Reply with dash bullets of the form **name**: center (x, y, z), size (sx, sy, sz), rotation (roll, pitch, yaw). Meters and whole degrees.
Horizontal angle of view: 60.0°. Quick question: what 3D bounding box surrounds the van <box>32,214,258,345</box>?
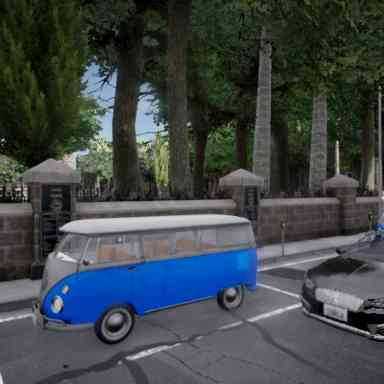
- **van**: center (-0.605, 1.341, 6.100), size (3.998, 1.788, 1.690), rotation (0, 0, -35)

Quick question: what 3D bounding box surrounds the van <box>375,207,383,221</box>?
- **van**: center (8.617, 1.338, 12.658), size (3.998, 1.788, 1.690), rotation (0, 0, -35)

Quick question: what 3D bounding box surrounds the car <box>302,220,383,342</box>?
- **car**: center (4.086, 1.491, 6.280), size (4.902, 1.511, 2.128), rotation (0, 0, -35)
